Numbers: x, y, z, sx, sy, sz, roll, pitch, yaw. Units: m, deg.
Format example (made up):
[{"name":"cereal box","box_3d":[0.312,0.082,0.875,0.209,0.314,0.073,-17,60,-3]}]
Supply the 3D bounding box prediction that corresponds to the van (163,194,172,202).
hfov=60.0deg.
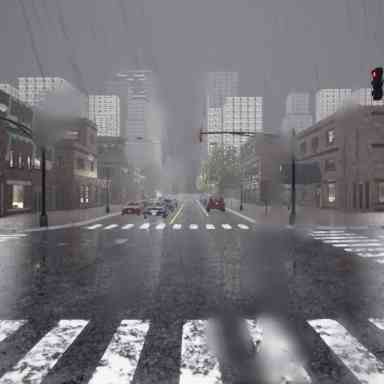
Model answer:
[{"name":"van","box_3d":[-5.693,1.418,77.220,1.690,1.788,3.998,0,0,0]}]

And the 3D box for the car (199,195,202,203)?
[{"name":"car","box_3d":[2.688,1.605,55.120,1.947,1.339,4.313,0,0,0]}]

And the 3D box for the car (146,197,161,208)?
[{"name":"car","box_3d":[-5.692,1.557,49.423,1.752,1.417,4.829,0,0,0]}]

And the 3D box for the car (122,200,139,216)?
[{"name":"car","box_3d":[-5.779,1.559,33.021,1.887,1.381,4.507,0,0,0]}]

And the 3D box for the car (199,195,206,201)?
[{"name":"car","box_3d":[2.686,1.627,88.441,1.752,1.417,4.829,0,0,0]}]

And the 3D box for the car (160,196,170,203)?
[{"name":"car","box_3d":[-5.694,1.591,71.524,1.752,1.417,4.829,0,0,0]}]

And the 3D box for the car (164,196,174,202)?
[{"name":"car","box_3d":[-5.694,1.639,82.745,2.008,1.369,4.403,0,0,0]}]

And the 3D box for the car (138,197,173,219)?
[{"name":"car","box_3d":[-3.100,1.502,29.539,2.128,1.511,4.902,0,0,0]}]

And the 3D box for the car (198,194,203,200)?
[{"name":"car","box_3d":[2.687,1.598,60.645,2.008,1.369,4.403,0,0,0]}]

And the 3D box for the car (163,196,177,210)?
[{"name":"car","box_3d":[-3.097,1.526,39.715,1.837,1.490,4.892,0,0,0]}]

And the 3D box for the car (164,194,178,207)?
[{"name":"car","box_3d":[-3.091,1.524,50.102,2.128,1.511,4.902,0,0,0]}]

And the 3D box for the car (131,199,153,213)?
[{"name":"car","box_3d":[-5.692,1.585,38.542,1.947,1.339,4.313,0,0,0]}]

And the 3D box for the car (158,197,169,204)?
[{"name":"car","box_3d":[-5.693,1.638,66.169,1.802,1.307,4.206,0,0,0]}]

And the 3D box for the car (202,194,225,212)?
[{"name":"car","box_3d":[2.689,1.334,38.543,2.192,1.841,5.009,0,0,0]}]

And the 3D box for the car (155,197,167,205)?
[{"name":"car","box_3d":[-5.693,1.629,60.644,1.802,1.307,4.206,0,0,0]}]

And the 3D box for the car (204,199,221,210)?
[{"name":"car","box_3d":[2.688,1.591,44.069,1.947,1.339,4.313,0,0,0]}]

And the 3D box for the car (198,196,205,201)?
[{"name":"car","box_3d":[2.686,1.696,93.796,1.802,1.307,4.206,0,0,0]}]

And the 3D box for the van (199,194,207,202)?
[{"name":"van","box_3d":[2.686,1.429,82.746,1.690,1.788,3.998,0,0,0]}]
